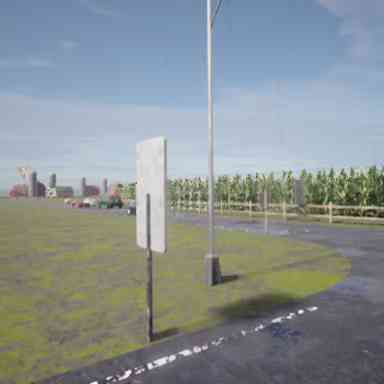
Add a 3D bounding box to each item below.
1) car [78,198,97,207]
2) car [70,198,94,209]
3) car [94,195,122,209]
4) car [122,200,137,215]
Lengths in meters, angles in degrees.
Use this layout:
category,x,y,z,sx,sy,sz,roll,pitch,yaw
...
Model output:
category,x,y,z,sx,sy,sz,roll,pitch,yaw
car,-17.862,1.821,56.772,1.812,1.442,4.674,-1,0,-34
car,-17.050,1.870,50.711,1.895,1.301,4.718,-1,0,-34
car,-11.925,1.423,48.175,2.150,2.045,5.566,-1,0,-34
car,-4.823,1.581,32.678,1.837,1.490,4.892,-1,0,-34
